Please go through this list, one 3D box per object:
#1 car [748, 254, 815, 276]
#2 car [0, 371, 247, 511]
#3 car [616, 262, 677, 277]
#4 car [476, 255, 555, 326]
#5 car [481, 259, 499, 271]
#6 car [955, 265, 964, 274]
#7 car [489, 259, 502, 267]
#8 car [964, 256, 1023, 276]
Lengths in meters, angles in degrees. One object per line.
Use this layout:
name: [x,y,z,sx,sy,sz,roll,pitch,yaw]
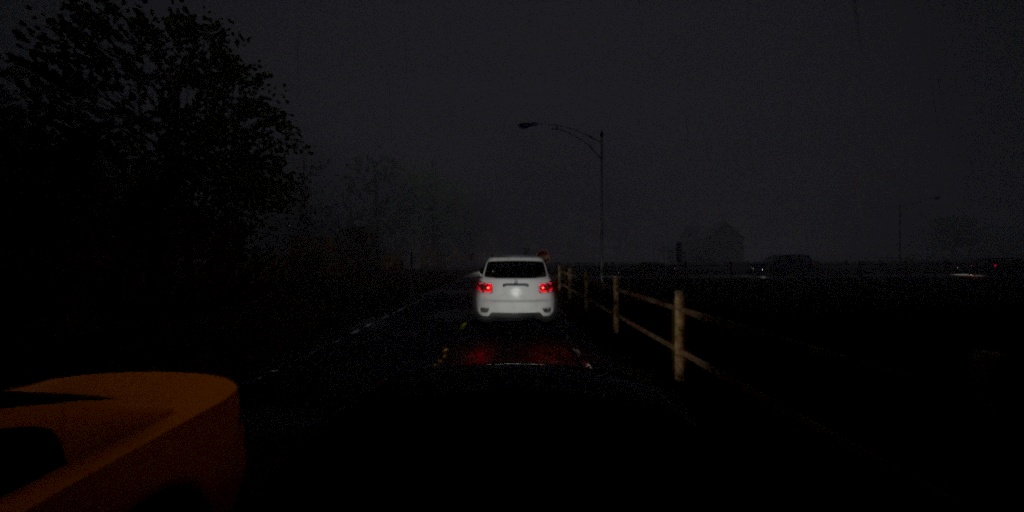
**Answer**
car: [26.124,0.855,34.825,5.566,2.045,2.150,0,0,-1]
car: [-2.747,1.227,0.344,1.882,1.535,5.008,0,0,0]
car: [12.927,1.236,34.597,5.357,1.411,2.033,0,0,0]
car: [0.082,0.973,11.798,2.150,2.045,5.566,0,0,0]
car: [-2.927,1.212,49.046,2.128,1.511,4.902,0,0,0]
car: [47.011,1.081,35.135,5.357,1.411,2.033,0,0,-1]
car: [-2.898,1.240,64.333,2.033,1.411,5.357,0,0,0]
car: [44.472,0.877,32.270,4.553,1.767,2.097,0,0,-1]
